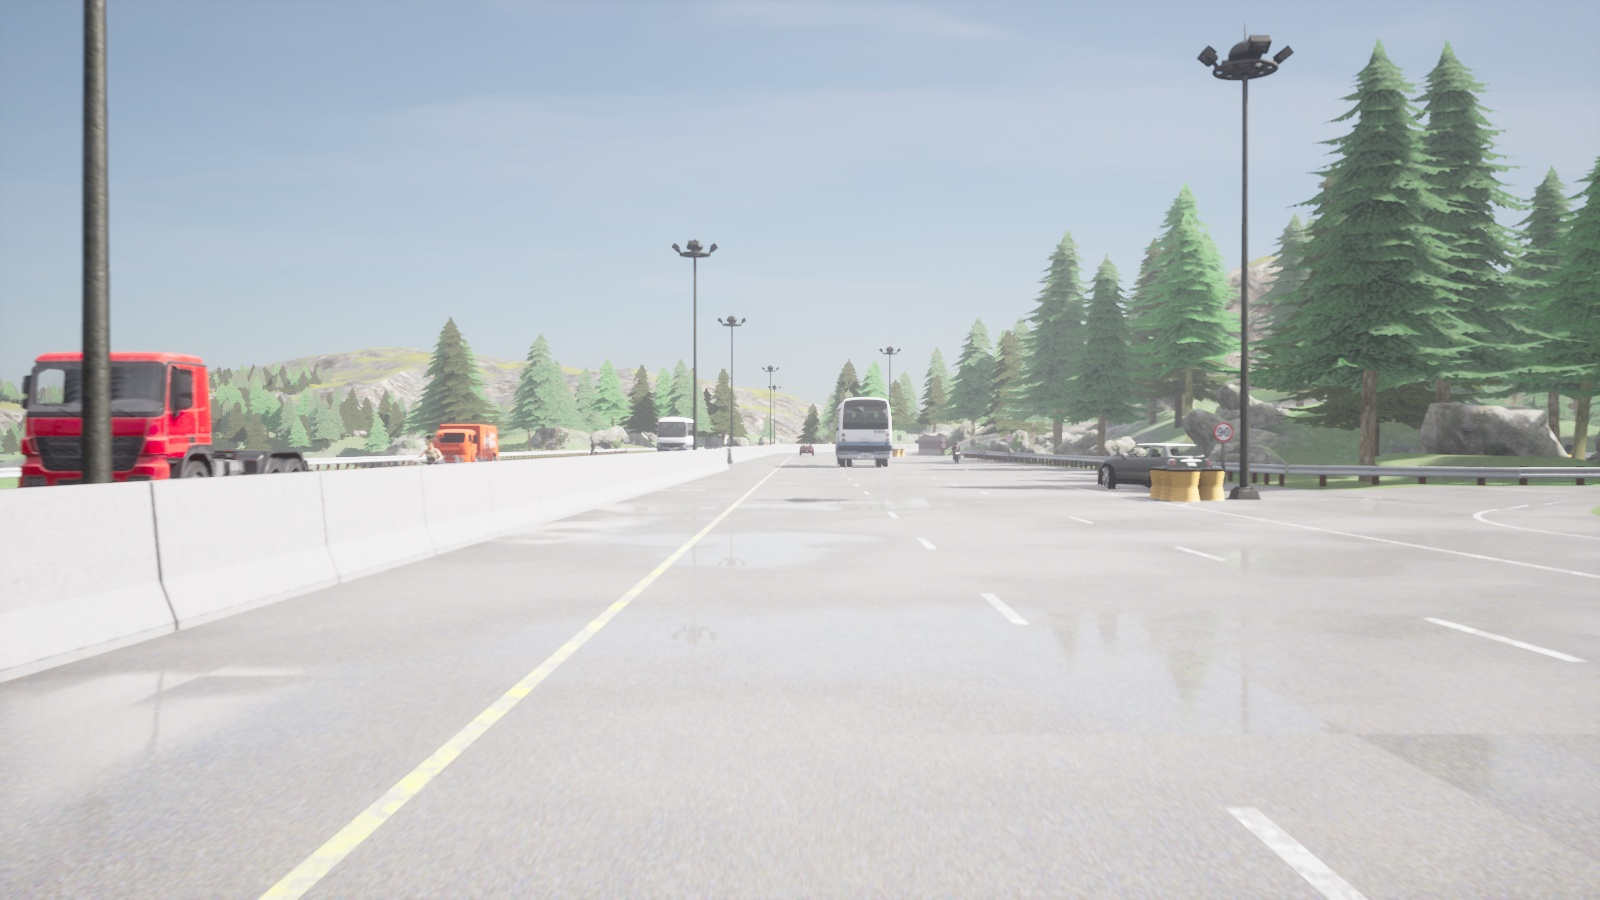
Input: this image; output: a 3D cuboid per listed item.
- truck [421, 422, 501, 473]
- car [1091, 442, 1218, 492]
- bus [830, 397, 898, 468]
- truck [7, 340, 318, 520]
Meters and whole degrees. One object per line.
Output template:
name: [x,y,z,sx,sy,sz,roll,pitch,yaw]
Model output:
truck: [-17.118,-0.110,63.703,2.627,2.467,5.204,0,0,0]
car: [11.068,0.498,39.464,1.970,1.475,3.806,0,0,-21]
bus: [3.984,-1.084,81.183,3.944,4.253,10.273,0,0,0]
truck: [-13.821,-0.405,28.182,2.891,3.462,7.936,0,0,0]
